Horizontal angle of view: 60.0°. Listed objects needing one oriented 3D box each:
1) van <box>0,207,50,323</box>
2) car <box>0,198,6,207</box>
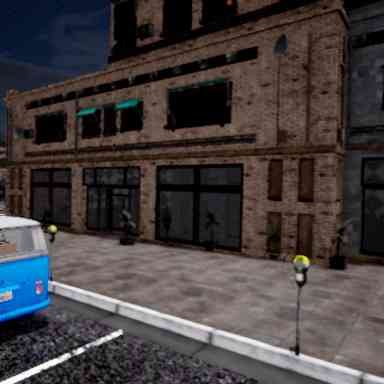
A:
[{"bbox_3d":[-4.233,1.266,5.894,3.998,1.788,1.690,1,1,36],"label":"van"},{"bbox_3d":[-17.324,1.442,32.187,1.947,1.339,4.313,1,0,36],"label":"car"}]
